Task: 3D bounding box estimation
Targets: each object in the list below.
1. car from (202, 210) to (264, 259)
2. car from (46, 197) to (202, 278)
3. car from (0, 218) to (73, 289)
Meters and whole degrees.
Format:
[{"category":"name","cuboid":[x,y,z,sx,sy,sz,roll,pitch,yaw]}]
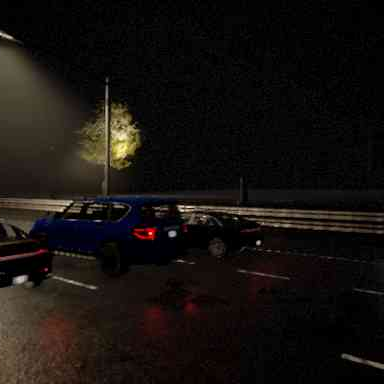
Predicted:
[{"category":"car","cuboid":[0.240,1.442,12.421,4.902,1.511,2.128,1,0,36]},{"category":"car","cuboid":[-2.688,1.164,10.213,5.566,2.045,2.150,1,0,36]},{"category":"car","cuboid":[-5.228,1.428,7.726,4.902,1.511,2.128,1,0,36]}]
